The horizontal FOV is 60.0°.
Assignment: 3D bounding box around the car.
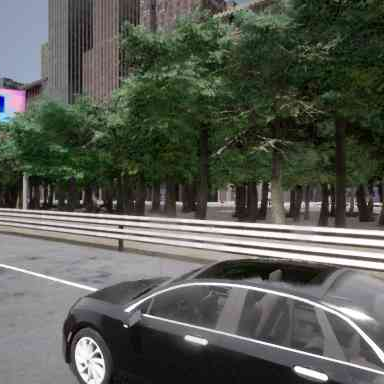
[{"bbox_3d":[0.576,1.505,3.585,4.892,1.490,1.837,0,0,36],"label":"car"}]
